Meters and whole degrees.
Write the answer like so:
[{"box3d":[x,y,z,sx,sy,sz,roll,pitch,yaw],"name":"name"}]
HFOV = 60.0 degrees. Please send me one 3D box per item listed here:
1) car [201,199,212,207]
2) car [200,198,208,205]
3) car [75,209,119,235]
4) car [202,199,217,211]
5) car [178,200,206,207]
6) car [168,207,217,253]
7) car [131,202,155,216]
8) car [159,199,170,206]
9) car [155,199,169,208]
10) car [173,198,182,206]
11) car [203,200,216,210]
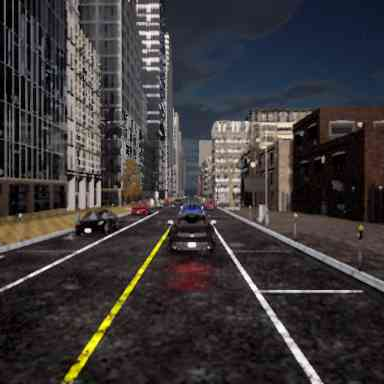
[{"box3d":[2.807,2.159,65.465,2.008,1.369,4.403,-1,-1,0],"name":"car"},{"box3d":[2.807,2.241,76.924,1.752,1.417,4.829,-1,-1,0],"name":"car"},{"box3d":[-5.702,1.754,20.373,1.947,1.339,4.313,-1,-1,0],"name":"car"},{"box3d":[2.712,2.032,48.533,1.802,1.307,4.206,-1,-1,0],"name":"car"},{"box3d":[0.006,1.751,29.483,1.882,1.535,5.008,0,0,0],"name":"car"},{"box3d":[0.004,1.641,14.282,1.837,1.490,4.892,0,0,0],"name":"car"},{"box3d":[-5.702,1.890,37.304,1.887,1.381,4.507,-1,-1,0],"name":"car"},{"box3d":[-5.832,2.206,71.167,1.887,1.381,4.507,-1,-1,0],"name":"car"},{"box3d":[-5.806,2.106,59.878,2.008,1.369,4.403,-1,-1,0],"name":"car"},{"box3d":[-3.000,2.140,71.777,1.882,1.535,5.008,0,-1,0],"name":"car"},{"box3d":[2.746,2.047,54.178,1.887,1.381,4.507,-1,-1,0],"name":"car"}]
